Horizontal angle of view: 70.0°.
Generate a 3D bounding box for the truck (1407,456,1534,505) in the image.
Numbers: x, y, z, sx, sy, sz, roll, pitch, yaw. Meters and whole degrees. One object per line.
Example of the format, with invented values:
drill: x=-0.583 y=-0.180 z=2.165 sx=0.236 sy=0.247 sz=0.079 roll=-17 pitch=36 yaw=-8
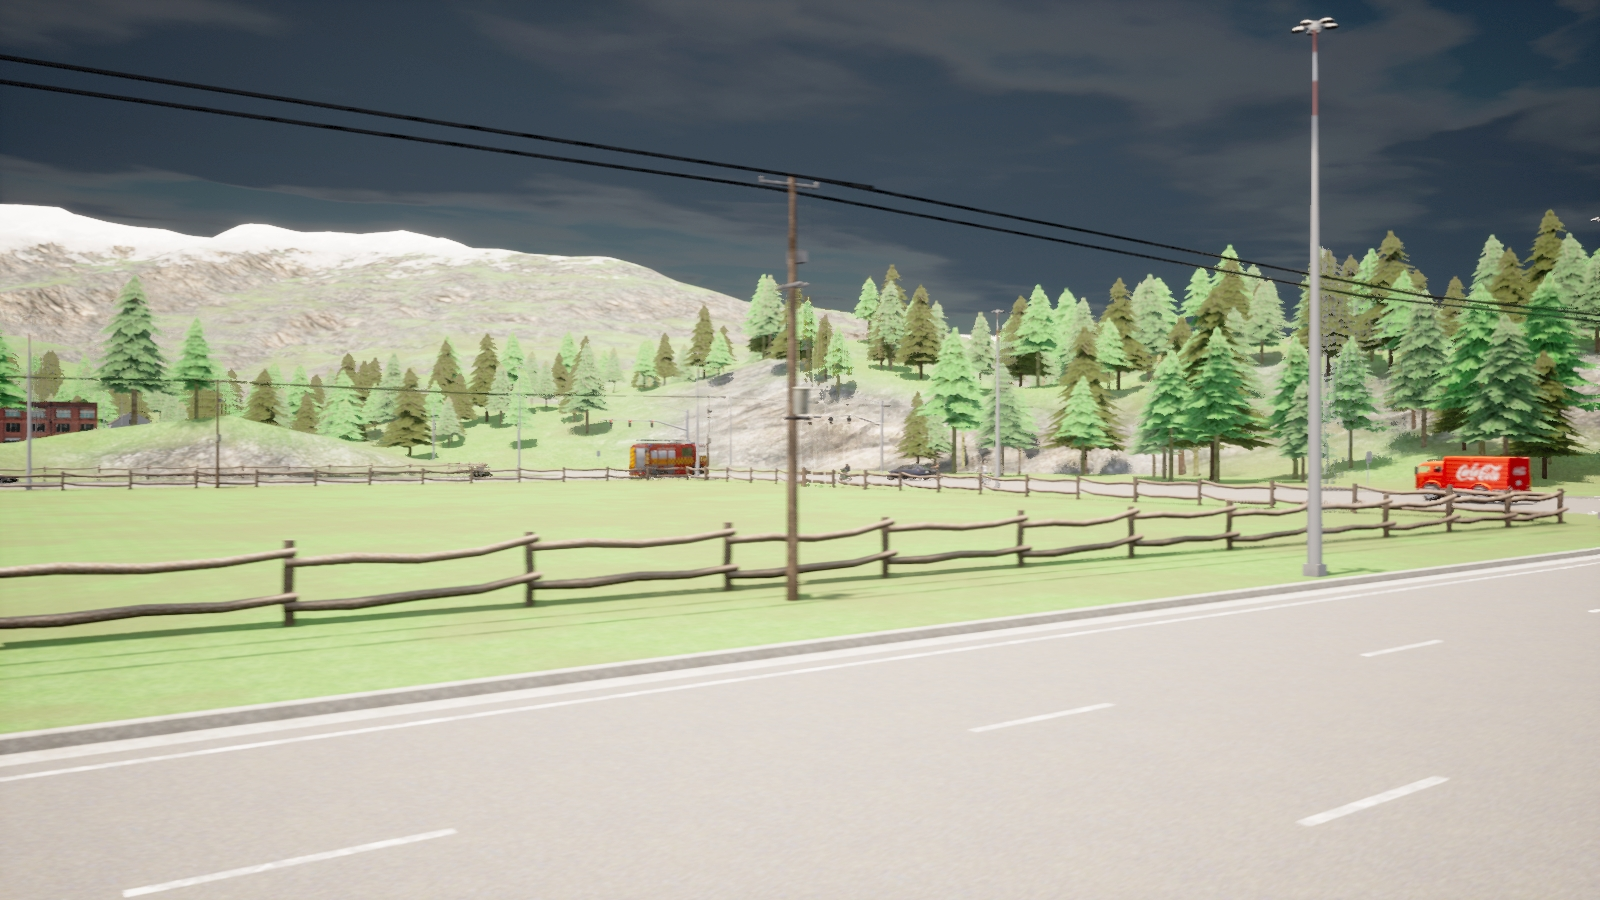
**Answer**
truck: x=35.675 y=1.570 z=60.949 sx=2.627 sy=2.467 sz=5.204 roll=0 pitch=0 yaw=-32
